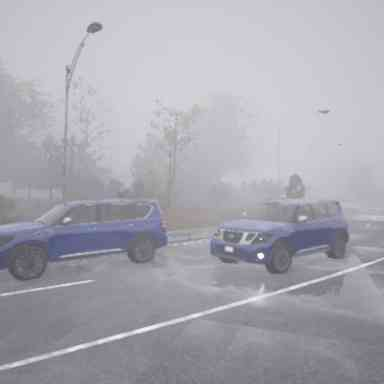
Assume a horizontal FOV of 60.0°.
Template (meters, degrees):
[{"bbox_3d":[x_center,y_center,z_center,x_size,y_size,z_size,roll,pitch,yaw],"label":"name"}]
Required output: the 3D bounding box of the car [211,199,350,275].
[{"bbox_3d":[3.147,1.262,11.081,5.566,2.045,2.150,1,0,-40],"label":"car"}]

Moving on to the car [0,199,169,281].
[{"bbox_3d":[-3.368,1.251,10.328,5.566,2.045,2.150,0,0,-37],"label":"car"}]
